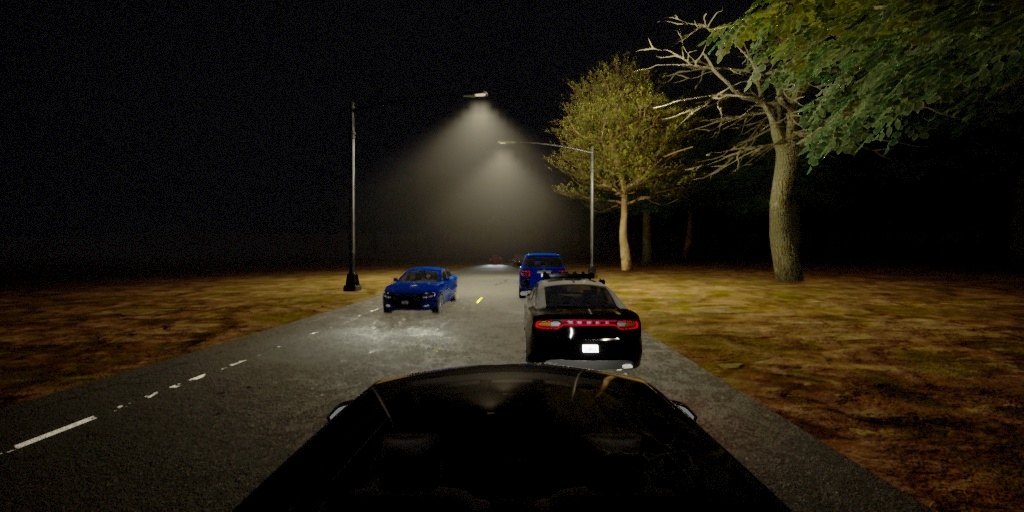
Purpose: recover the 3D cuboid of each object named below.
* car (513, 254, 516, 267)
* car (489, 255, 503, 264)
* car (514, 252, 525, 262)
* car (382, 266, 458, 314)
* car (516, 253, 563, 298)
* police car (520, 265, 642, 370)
[{"bbox_3d":[1.069,0.677,49.636,2.033,1.411,5.357,0,2,2],"label":"car"},{"bbox_3d":[-2.439,0.569,54.835,1.895,1.301,4.718,0,2,1],"label":"car"},{"bbox_3d":[1.315,0.188,62.302,1.837,1.490,4.892,0,2,1],"label":"car"},{"bbox_3d":[-3.311,1.177,13.766,1.882,1.535,5.008,0,0,1],"label":"car"},{"bbox_3d":[1.425,0.889,17.800,2.150,2.045,5.566,0,1,1],"label":"car"},{"bbox_3d":[1.215,1.159,7.887,1.930,1.638,5.238,0,0,1],"label":"police car"}]
